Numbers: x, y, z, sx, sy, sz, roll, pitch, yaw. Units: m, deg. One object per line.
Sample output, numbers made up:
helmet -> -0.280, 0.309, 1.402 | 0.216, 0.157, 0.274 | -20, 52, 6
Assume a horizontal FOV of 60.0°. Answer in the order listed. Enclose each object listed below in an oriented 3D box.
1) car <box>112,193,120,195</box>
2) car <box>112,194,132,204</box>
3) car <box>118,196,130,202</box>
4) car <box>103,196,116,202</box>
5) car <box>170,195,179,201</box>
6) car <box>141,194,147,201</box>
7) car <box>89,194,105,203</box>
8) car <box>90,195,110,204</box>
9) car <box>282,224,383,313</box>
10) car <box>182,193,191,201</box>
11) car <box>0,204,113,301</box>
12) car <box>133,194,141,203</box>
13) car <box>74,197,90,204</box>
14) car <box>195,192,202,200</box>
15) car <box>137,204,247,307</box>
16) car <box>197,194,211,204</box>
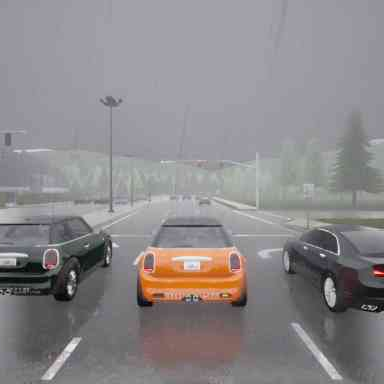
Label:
car -> -16.345, 1.225, 70.271 | 2.150, 2.045, 5.566 | 0, 0, 0
car -> -12.899, 1.601, 60.986 | 1.895, 1.301, 4.718 | 0, 0, 0
car -> -16.354, 1.595, 80.367 | 1.895, 1.301, 4.718 | 0, 0, 0
car -> -19.853, 1.595, 79.977 | 1.895, 1.301, 4.718 | 0, 0, 0
car -> -4.860, 1.495, 88.543 | 1.837, 1.490, 4.892 | 0, 0, 0
car -> -12.858, 1.349, 85.462 | 2.097, 1.767, 4.553 | 0, 0, 0
car -> -19.845, 1.355, 69.689 | 2.097, 1.767, 4.553 | 0, 0, 0
car -> -16.400, 1.601, 60.608 | 1.895, 1.301, 4.718 | 0, 0, 0
car -> 3.499, 1.505, 7.653 | 1.837, 1.490, 4.892 | 0, 0, 0
car -> -1.360, 1.222, 88.282 | 2.150, 2.045, 5.566 | 0, 0, 0
car -> -3.500, 1.352, 8.472 | 2.097, 1.767, 4.553 | 0, 0, 0
car -> -12.846, 1.553, 71.331 | 1.994, 1.385, 4.181 | 0, 0, 0
car -> -19.890, 1.601, 60.818 | 1.895, 1.301, 4.718 | 0, 0, 1
car -> 2.140, 1.520, 88.619 | 1.812, 1.442, 4.674 | 0, 0, 0
car -> 0.000, 1.352, 8.150 | 2.097, 1.767, 4.553 | 0, 0, 0
car -> 2.166, 1.526, 57.241 | 1.812, 1.442, 4.674 | 0, 0, 0
